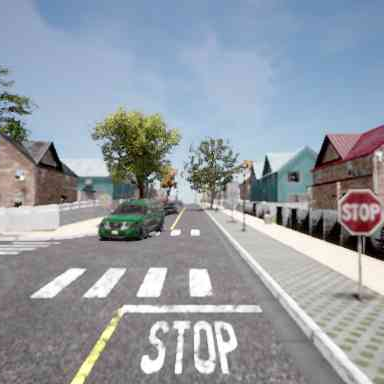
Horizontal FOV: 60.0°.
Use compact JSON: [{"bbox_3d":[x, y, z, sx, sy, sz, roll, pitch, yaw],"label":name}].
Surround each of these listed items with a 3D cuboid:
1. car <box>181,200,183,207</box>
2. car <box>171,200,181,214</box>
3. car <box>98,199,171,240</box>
[{"bbox_3d":[-2.745,2.398,69.382,1.837,1.490,4.892,0,-1,0],"label":"car"},{"bbox_3d":[-2.746,2.029,42.709,1.837,1.490,4.892,0,0,0],"label":"car"},{"bbox_3d":[-3.186,1.538,19.004,2.150,2.045,5.566,1,2,13],"label":"car"}]
